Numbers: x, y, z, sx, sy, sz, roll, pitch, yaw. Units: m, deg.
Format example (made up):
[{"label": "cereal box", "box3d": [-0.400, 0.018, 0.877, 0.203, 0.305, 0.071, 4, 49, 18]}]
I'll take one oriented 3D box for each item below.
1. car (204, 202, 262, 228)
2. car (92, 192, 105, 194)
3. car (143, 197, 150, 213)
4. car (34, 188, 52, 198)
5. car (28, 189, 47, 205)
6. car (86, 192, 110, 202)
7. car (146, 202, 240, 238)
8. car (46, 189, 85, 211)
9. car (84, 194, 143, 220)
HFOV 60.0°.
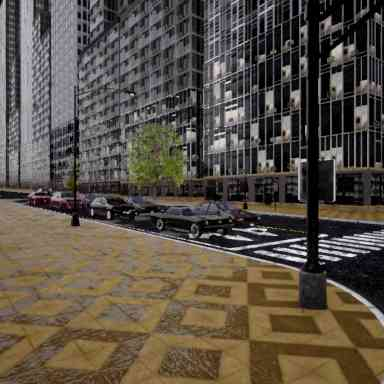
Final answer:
[{"label": "car", "box3d": [1.618, 1.289, 19.682, 2.033, 1.411, 5.357, 0, 1, -36]}, {"label": "car", "box3d": [-11.161, 0.911, 35.912, 2.033, 1.411, 5.357, 0, 1, -38]}, {"label": "car", "box3d": [-4.655, 1.104, 27.614, 2.033, 1.411, 5.357, 0, 1, -37]}, {"label": "car", "box3d": [-28.519, 0.111, 63.692, 2.097, 1.767, 4.553, 0, 1, -38]}, {"label": "car", "box3d": [-18.125, 0.712, 39.593, 1.882, 1.535, 5.008, 0, 1, -37]}, {"label": "car", "box3d": [-14.471, 0.700, 51.001, 1.895, 1.301, 4.718, 0, 1, -38]}, {"label": "car", "box3d": [-0.105, 1.372, 16.562, 1.895, 1.301, 4.718, 0, 1, -38]}, {"label": "car", "box3d": [-11.814, 0.776, 31.472, 2.097, 1.767, 4.553, 0, 1, -38]}, {"label": "car", "box3d": [-5.696, 1.110, 23.671, 1.837, 1.490, 4.892, 0, 1, -38]}]
